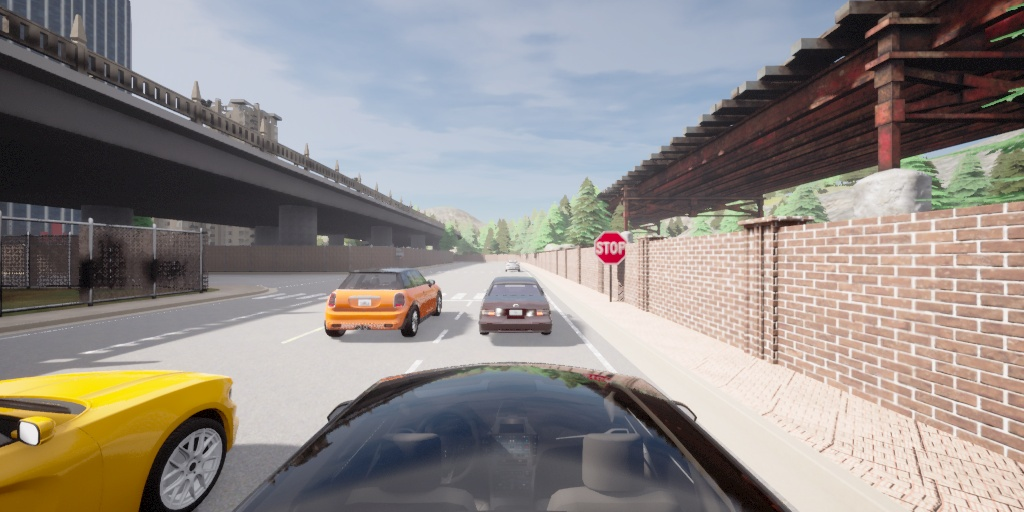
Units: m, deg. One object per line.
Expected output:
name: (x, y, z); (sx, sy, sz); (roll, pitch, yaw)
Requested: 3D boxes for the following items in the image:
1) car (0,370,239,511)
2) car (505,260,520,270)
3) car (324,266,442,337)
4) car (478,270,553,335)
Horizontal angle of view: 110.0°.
car: (-3.398, 1.228, 1.186); (1.882, 1.535, 5.008); (0, 0, 0)
car: (0.083, 1.276, 46.330); (1.812, 1.442, 4.674); (0, 0, -1)
car: (-3.420, 1.102, 10.443); (2.097, 1.767, 4.553); (0, 0, 0)
car: (0.081, 1.297, 10.464); (2.033, 1.411, 5.357); (0, 0, 0)
